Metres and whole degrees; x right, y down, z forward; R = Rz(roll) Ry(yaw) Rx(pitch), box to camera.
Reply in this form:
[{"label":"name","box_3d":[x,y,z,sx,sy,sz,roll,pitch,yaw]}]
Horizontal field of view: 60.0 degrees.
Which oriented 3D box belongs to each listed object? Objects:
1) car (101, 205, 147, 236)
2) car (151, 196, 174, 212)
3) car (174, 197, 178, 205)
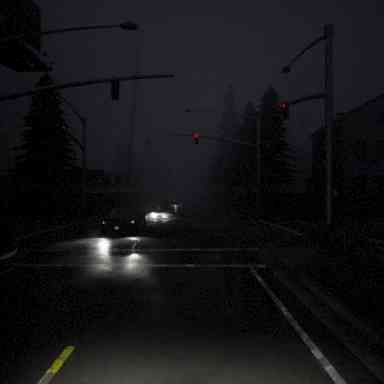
[{"label":"car","box_3d":[-3.631,1.458,18.329,1.812,1.442,4.674,-1,0,0]},{"label":"car","box_3d":[-3.618,1.480,38.381,2.128,1.511,4.902,0,0,0]},{"label":"car","box_3d":[-3.537,1.511,58.766,1.812,1.442,4.674,0,0,0]}]
